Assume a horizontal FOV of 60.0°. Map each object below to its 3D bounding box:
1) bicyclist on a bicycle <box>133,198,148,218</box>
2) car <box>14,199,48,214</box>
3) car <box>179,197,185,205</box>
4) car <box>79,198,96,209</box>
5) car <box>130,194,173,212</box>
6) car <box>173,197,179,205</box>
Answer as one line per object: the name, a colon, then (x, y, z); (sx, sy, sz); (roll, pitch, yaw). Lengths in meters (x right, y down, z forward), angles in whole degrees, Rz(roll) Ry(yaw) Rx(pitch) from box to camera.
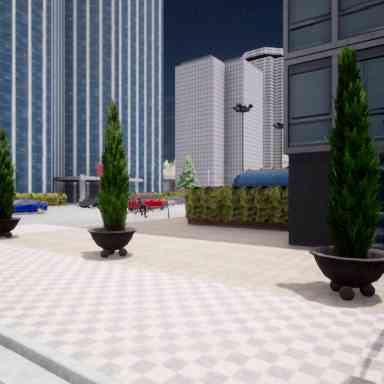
bicyclist on a bicycle: (-4.129, 1.300, 26.687); (1.656, 1.620, 0.582); (0, 0, 35)
car: (-17.106, 1.477, 33.407); (1.882, 1.535, 5.008); (0, 0, 35)
car: (-2.006, 1.589, 60.862); (2.033, 1.411, 5.357); (0, 0, 35)
car: (-13.036, 1.477, 45.299); (1.882, 1.535, 5.008); (0, 1, 35)
car: (-5.056, 1.220, 38.064); (2.150, 2.045, 5.566); (0, 0, 35)
car: (-4.626, 1.600, 51.161); (1.895, 1.301, 4.718); (0, 0, 35)
